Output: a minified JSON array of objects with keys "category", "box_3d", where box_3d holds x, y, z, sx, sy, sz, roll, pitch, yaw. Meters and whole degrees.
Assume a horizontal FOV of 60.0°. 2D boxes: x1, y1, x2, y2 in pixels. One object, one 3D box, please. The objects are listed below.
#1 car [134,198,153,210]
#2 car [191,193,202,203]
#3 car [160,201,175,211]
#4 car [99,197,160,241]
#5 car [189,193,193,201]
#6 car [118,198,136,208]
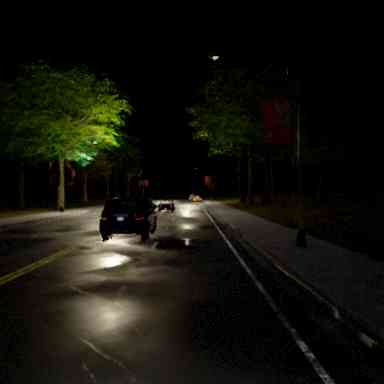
[{"category":"car","box_3d":[-6.540,1.616,45.458,1.882,1.535,5.008,0,0,0]},{"category":"car","box_3d":[1.216,1.692,74.739,1.801,1.575,5.366,0,0,0]},{"category":"car","box_3d":[-3.106,1.729,41.709,1.895,1.301,4.718,0,0,0]},{"category":"car","box_3d":[-3.132,1.276,17.230,2.150,2.045,5.566,0,0,0]},{"category":"car","box_3d":[0.099,1.760,94.150,1.812,1.442,4.674,0,0,0]},{"category":"car","box_3d":[-9.765,1.679,50.526,1.812,1.442,4.674,0,0,0]}]
